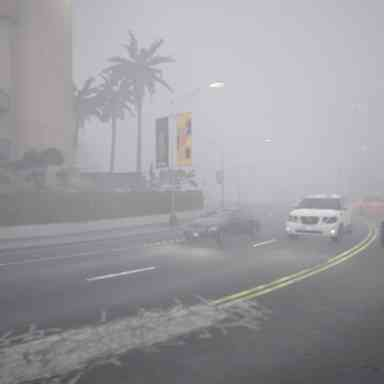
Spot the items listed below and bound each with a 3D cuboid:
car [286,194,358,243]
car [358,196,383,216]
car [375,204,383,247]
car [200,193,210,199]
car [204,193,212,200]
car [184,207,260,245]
[{"bbox_3d":[6.349,1.129,16.084,2.150,2.045,5.566,0,1,33],"label":"car"},{"bbox_3d":[15.896,1.150,30.073,2.097,1.767,4.553,0,0,13],"label":"car"},{"bbox_3d":[9.036,1.372,13.689,1.882,1.535,5.008,0,0,36],"label":"car"},{"bbox_3d":[3.473,1.082,91.545,2.185,1.767,4.553,0,0,-4],"label":"car"},{"bbox_3d":[4.037,1.220,85.144,2.097,1.535,5.008,0,0,-4],"label":"car"},{"bbox_3d":[1.584,1.473,15.603,1.812,1.442,4.674,0,0,38],"label":"car"}]
